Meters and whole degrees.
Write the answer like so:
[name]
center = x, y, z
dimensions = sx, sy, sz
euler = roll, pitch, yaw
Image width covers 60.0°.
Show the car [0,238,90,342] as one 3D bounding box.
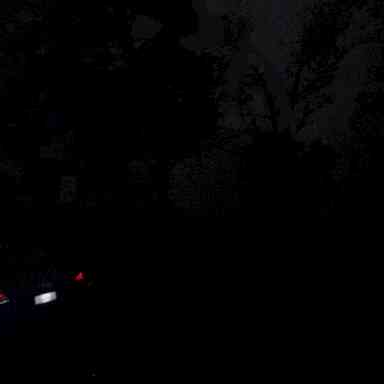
[car]
center = -3.797, 1.555, 6.088
dimensions = 4.181, 1.385, 1.994
euler = -1, 0, 36
